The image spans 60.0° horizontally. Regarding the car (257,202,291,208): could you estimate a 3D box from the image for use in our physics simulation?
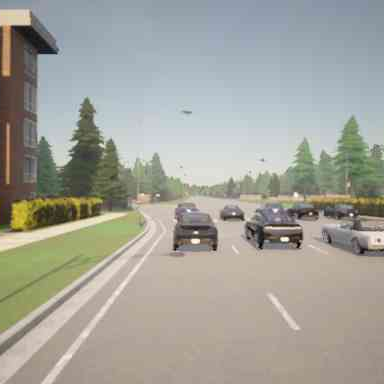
[{"bbox_3d":[7.198,1.690,30.619,2.097,1.767,4.553,0,-1,0],"label":"car"}]

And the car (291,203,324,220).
[{"bbox_3d":[10.707,1.839,32.450,1.882,1.535,5.008,0,-1,0],"label":"car"}]

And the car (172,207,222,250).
[{"bbox_3d":[0.141,1.670,15.198,1.837,1.490,4.892,0,-1,0],"label":"car"}]

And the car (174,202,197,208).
[{"bbox_3d":[-0.568,1.682,30.625,2.097,1.767,4.553,0,-1,-6],"label":"car"}]

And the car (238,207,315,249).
[{"bbox_3d":[3.646,1.663,15.445,2.128,1.511,4.902,0,-1,0],"label":"car"}]

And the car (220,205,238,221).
[{"bbox_3d":[3.701,1.906,31.334,1.994,1.385,4.181,0,-1,0],"label":"car"}]

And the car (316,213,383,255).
[{"bbox_3d":[7.141,1.759,13.963,1.895,1.301,4.718,0,-1,0],"label":"car"}]

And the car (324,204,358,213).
[{"bbox_3d":[14.192,1.884,31.913,1.812,1.442,4.674,0,-1,0],"label":"car"}]
